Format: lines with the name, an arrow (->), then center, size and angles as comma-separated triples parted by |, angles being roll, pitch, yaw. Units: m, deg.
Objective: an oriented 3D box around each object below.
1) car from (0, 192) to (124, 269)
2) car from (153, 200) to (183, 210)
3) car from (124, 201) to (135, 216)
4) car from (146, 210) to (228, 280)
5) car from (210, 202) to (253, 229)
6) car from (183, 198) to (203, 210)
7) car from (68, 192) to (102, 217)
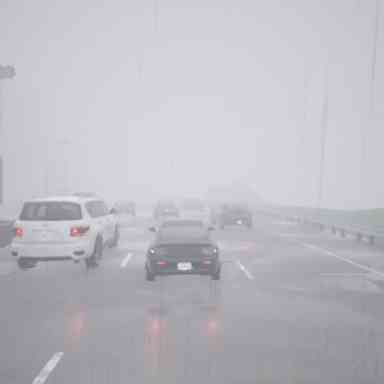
car -> -3.862, 1.158, 11.057 | 2.150, 2.045, 5.566 | 0, 0, -4
car -> -2.210, 1.392, 27.895 | 1.994, 1.385, 4.181 | 0, 0, -8
car -> -5.978, 1.425, 29.513 | 1.895, 1.301, 4.718 | 0, 0, -9
car -> -0.292, 1.465, 9.657 | 1.812, 1.442, 4.674 | 0, 0, -3
car -> 2.314, 1.372, 20.362 | 1.837, 1.490, 4.892 | 0, 0, -6
car -> -0.170, 1.317, 36.723 | 2.033, 1.411, 5.357 | 0, 0, -11
car -> -9.724, 1.045, 30.674 | 2.150, 2.045, 5.566 | 0, 0, -10
